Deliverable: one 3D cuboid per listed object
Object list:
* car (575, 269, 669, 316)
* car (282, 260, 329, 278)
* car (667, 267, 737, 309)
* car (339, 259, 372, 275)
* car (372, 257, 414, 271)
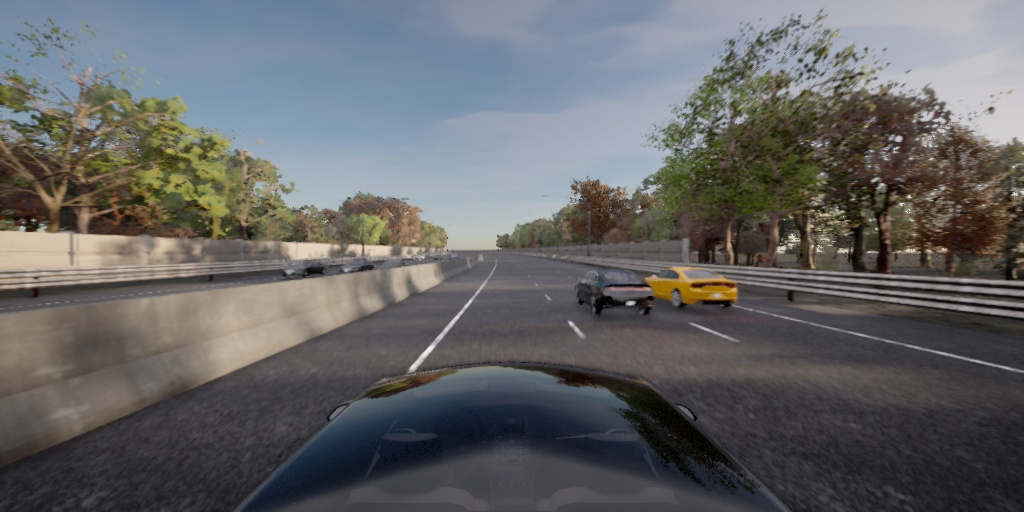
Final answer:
[{"bbox_3d":[3.562,1.214,13.232,2.128,1.511,4.902,0,0,0],"label":"car"},{"bbox_3d":[-17.819,1.090,31.086,2.128,1.511,4.902,0,1,-1],"label":"car"},{"bbox_3d":[7.052,1.188,14.807,1.882,1.535,5.008,0,0,0],"label":"car"},{"bbox_3d":[-14.345,1.057,33.488,2.128,1.511,4.902,0,1,-1],"label":"car"},{"bbox_3d":[-10.850,1.071,33.091,1.837,1.490,4.892,0,1,-1],"label":"car"}]
